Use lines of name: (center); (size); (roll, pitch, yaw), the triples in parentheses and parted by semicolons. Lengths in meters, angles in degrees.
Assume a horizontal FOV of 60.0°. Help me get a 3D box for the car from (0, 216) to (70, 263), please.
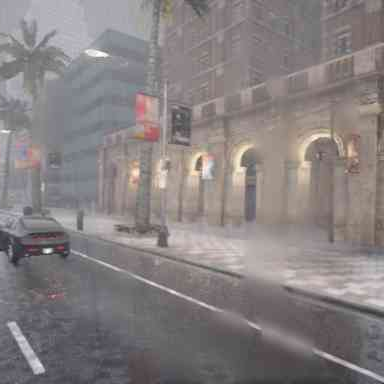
car: (-6.168, 1.673, 12.724); (1.837, 1.490, 4.892); (2, -2, -38)
